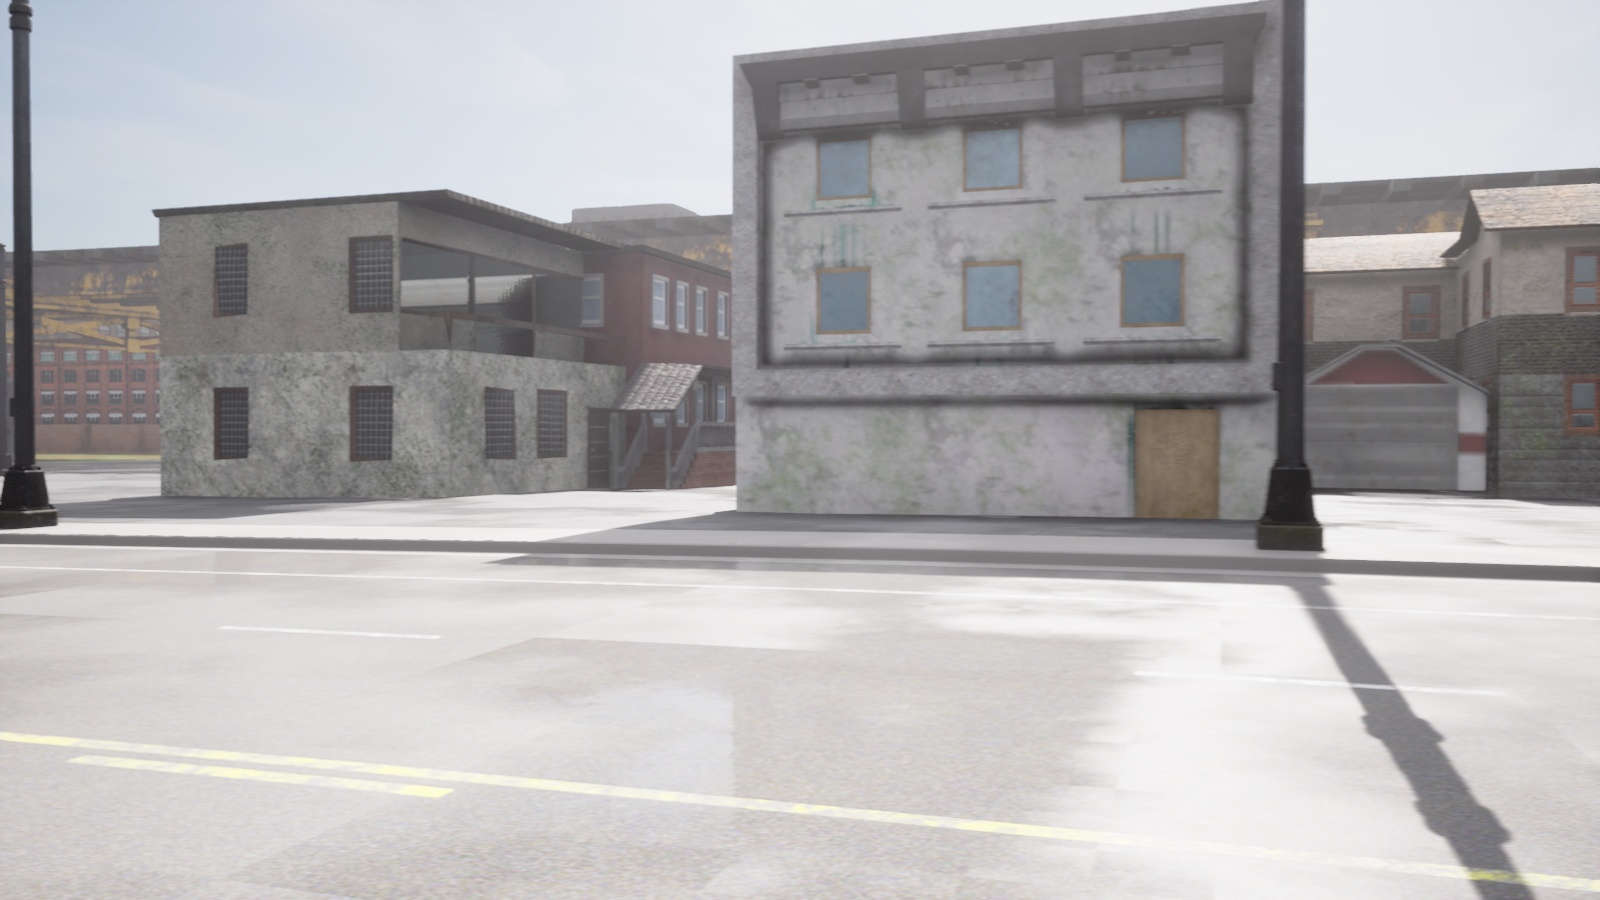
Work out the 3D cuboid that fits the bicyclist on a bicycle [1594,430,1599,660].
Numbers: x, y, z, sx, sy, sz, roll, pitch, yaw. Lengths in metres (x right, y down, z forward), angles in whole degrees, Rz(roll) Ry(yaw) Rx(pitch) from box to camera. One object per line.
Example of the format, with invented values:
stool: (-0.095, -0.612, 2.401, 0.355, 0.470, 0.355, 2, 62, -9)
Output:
bicyclist on a bicycle: (6.376, 0.674, 8.432, 1.656, 1.620, 0.582, 0, 1, 19)
